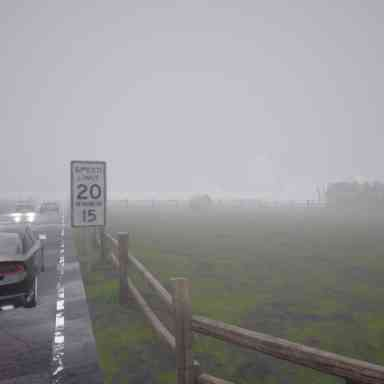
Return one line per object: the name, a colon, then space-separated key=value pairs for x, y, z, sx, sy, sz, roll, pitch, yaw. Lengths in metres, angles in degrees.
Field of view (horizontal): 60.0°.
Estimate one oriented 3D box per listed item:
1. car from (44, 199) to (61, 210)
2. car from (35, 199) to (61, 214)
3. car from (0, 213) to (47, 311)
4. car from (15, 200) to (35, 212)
car: x=-18.948 y=1.604 z=45.269 sx=1.895 sy=1.301 sz=4.718 roll=0 pitch=0 yaw=-21
car: x=-15.153 y=1.494 z=35.530 sx=2.128 sy=1.511 sz=4.902 roll=0 pitch=0 yaw=-21
car: x=-4.444 y=1.481 z=7.521 sx=1.882 sy=1.535 sz=5.008 roll=0 pitch=0 yaw=-21
car: x=-19.627 y=1.623 z=39.366 sx=1.895 sy=1.301 sz=4.718 roll=0 pitch=0 yaw=-21
